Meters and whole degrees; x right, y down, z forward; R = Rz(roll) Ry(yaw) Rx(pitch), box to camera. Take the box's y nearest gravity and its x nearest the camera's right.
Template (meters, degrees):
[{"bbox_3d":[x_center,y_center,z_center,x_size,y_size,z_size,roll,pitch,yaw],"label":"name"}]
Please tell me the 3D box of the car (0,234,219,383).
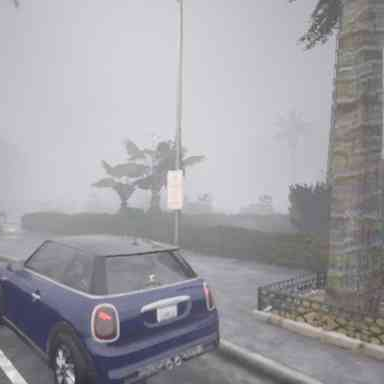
[{"bbox_3d":[-1.750,1.489,5.539,2.097,1.767,4.553,2,-2,-43],"label":"car"}]
